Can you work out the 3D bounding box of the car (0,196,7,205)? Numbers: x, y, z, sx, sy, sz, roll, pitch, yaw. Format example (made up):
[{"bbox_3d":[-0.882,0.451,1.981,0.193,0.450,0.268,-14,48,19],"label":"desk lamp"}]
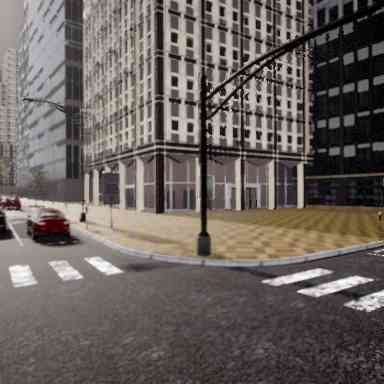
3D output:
[{"bbox_3d":[-31.093,1.266,53.453,1.947,1.339,4.313,1,0,-35],"label":"car"}]

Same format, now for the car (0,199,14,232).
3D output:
[{"bbox_3d":[-11.397,1.399,18.518,2.128,1.511,4.902,0,0,-31],"label":"car"}]

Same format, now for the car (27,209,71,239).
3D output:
[{"bbox_3d":[-7.134,1.499,16.520,1.802,1.307,4.206,0,0,-31],"label":"car"}]

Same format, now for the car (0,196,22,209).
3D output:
[{"bbox_3d":[-21.662,1.222,39.855,1.967,1.590,4.097,1,0,-34],"label":"car"}]
